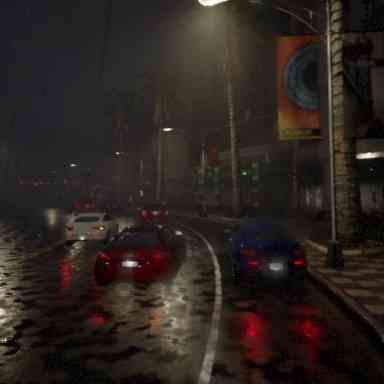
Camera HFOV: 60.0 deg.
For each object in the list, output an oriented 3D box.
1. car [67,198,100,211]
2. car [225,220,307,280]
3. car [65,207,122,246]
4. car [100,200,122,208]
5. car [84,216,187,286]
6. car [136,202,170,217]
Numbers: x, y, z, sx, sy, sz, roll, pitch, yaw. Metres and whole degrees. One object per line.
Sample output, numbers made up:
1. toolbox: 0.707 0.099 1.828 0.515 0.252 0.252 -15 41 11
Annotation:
1. car: -13.099 1.722 39.226 2.150 2.045 5.566 -1 0 -33
2. car: 2.007 1.546 9.898 1.812 1.442 4.674 -1 0 2
3. car: -4.810 1.722 16.322 1.812 1.442 4.674 -1 0 -4
4. car: -10.285 1.809 41.139 2.097 1.767 4.553 -1 0 -32
5. car: -1.290 1.650 9.717 1.994 1.385 4.181 -1 0 4
6. car: -3.013 1.566 25.050 2.097 1.767 4.553 -1 0 -14
